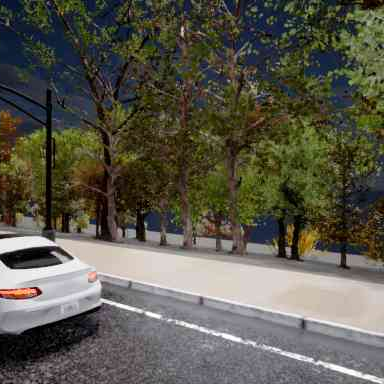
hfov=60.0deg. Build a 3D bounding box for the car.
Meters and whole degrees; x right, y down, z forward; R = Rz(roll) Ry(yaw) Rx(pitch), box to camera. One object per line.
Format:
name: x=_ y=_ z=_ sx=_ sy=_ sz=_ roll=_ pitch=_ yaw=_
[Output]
car: x=-3.624 y=1.525 z=6.273 sx=4.674 sy=1.442 sz=1.812 roll=0 pitch=0 yaw=37
